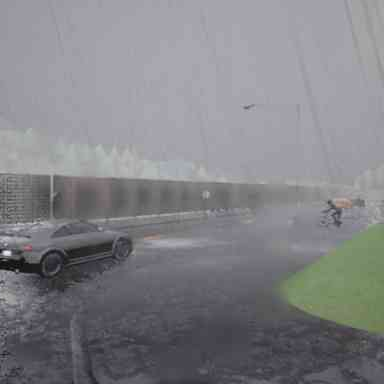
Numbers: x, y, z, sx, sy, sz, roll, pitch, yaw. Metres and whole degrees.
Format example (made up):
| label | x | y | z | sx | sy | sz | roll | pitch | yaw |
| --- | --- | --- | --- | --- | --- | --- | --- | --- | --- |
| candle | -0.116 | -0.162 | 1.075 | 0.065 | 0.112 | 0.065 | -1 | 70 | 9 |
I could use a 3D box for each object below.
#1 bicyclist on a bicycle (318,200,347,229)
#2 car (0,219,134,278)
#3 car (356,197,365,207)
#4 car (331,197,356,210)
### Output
| label | x | y | z | sx | sy | sz | roll | pitch | yaw |
| --- | --- | --- | --- | --- | --- | --- | --- | --- | --- |
| bicyclist on a bicycle | 8.218 | 1.329 | 19.511 | 1.656 | 1.620 | 0.582 | 0 | 0 | 35 |
| car | -3.704 | 1.524 | 10.207 | 1.994 | 1.385 | 4.181 | 0 | 0 | 30 |
| car | 24.541 | 1.437 | 49.870 | 1.882 | 1.535 | 5.008 | 0 | 0 | 35 |
| car | 18.754 | 1.438 | 41.650 | 1.882 | 1.535 | 5.008 | 0 | 0 | 36 |
